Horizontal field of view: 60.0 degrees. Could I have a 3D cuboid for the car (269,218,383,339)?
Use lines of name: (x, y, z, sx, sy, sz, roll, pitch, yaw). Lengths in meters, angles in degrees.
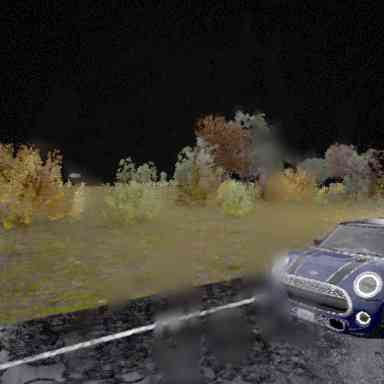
car: (3.630, 1.352, 6.583, 4.553, 1.767, 2.097, 0, 0, -35)
